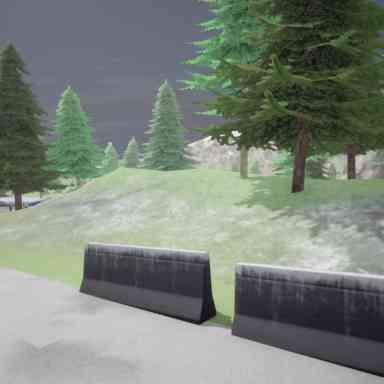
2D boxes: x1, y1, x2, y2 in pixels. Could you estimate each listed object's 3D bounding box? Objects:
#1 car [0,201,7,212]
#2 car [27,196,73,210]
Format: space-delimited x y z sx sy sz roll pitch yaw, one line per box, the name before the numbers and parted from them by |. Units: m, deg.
car | -21.870 1.397 34.400 2.128 1.511 4.902 0 0 42
car | -18.463 1.374 42.802 5.008 1.535 1.882 0 0 -42
